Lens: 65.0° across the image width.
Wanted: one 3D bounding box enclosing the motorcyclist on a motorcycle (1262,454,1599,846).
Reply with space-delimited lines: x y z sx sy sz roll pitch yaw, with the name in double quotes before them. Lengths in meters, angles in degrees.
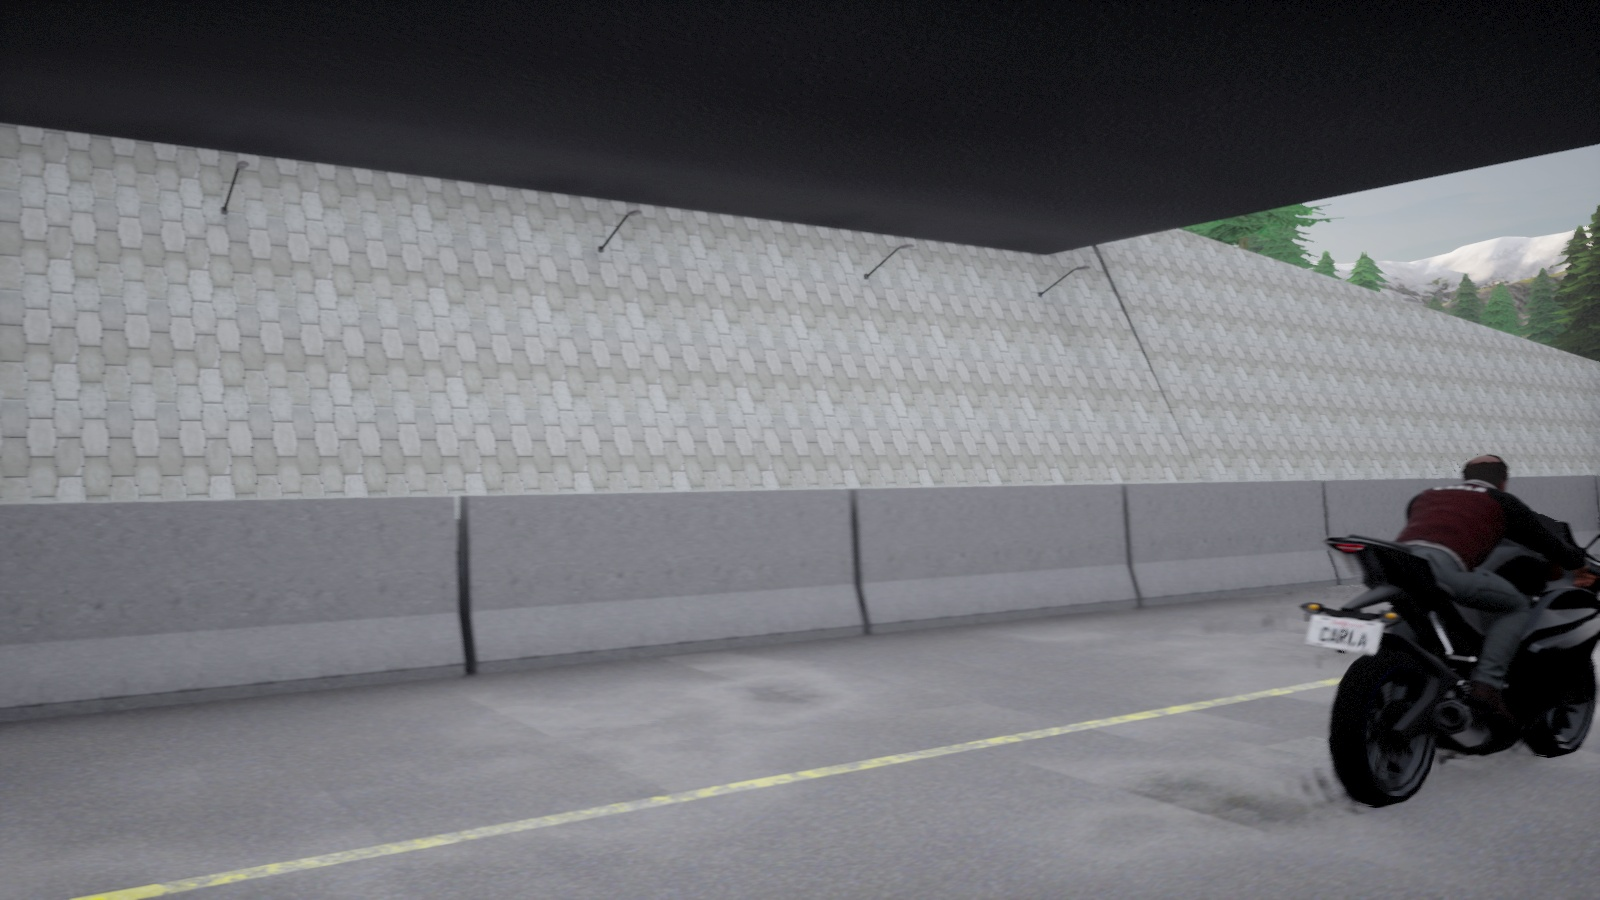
"motorcyclist on a motorcycle" 3.222 0.787 5.902 2.191 1.530 0.866 0 0 -35
